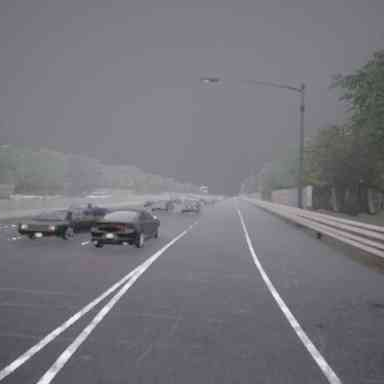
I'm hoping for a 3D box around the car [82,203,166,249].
[{"bbox_3d":[-2.714,1.470,14.664,1.882,1.535,5.008,1,0,7],"label":"car"}]

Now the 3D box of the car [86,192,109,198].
[{"bbox_3d":[-15.407,1.059,54.462,2.150,2.045,5.566,1,0,7],"label":"car"}]

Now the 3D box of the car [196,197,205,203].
[{"bbox_3d":[2.092,1.976,81.940,1.837,1.490,4.892,1,-1,7],"label":"car"}]

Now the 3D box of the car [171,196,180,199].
[{"bbox_3d":[-3.361,1.566,66.339,2.097,1.767,4.553,1,0,7],"label":"car"}]

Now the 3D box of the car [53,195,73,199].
[{"bbox_3d":[-19.533,1.211,49.959,1.837,1.490,4.892,1,1,8],"label":"car"}]

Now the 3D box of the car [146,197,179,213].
[{"bbox_3d":[-3.315,1.620,38.288,2.033,1.411,5.357,1,0,7],"label":"car"}]

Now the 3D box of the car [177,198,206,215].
[{"bbox_3d":[0.046,1.700,36.965,2.033,1.411,5.357,1,0,7],"label":"car"}]

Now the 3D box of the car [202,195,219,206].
[{"bbox_3d":[3.589,1.879,65.539,2.128,1.511,4.902,1,0,7],"label":"car"}]

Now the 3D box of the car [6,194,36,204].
[{"bbox_3d":[-26.367,1.071,51.567,1.812,1.442,4.674,1,0,7],"label":"car"}]

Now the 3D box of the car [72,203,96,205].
[{"bbox_3d":[-8.335,1.498,26.242,1.895,1.301,4.718,1,0,7],"label":"car"}]

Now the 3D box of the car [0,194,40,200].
[{"bbox_3d":[-17.792,1.174,35.716,1.882,1.535,5.008,1,0,8],"label":"car"}]

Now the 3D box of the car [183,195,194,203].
[{"bbox_3d":[-0.890,1.793,86.299,2.097,1.767,4.553,1,-1,7],"label":"car"}]

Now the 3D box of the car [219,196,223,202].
[{"bbox_3d":[6.056,2.135,85.485,2.128,1.511,4.902,1,-1,7],"label":"car"}]

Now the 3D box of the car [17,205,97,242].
[{"bbox_3d":[-6.079,1.513,15.994,1.895,1.301,4.718,1,0,7],"label":"car"}]

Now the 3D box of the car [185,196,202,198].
[{"bbox_3d":[0.112,1.652,65.908,2.097,1.767,4.553,1,0,7],"label":"car"}]
